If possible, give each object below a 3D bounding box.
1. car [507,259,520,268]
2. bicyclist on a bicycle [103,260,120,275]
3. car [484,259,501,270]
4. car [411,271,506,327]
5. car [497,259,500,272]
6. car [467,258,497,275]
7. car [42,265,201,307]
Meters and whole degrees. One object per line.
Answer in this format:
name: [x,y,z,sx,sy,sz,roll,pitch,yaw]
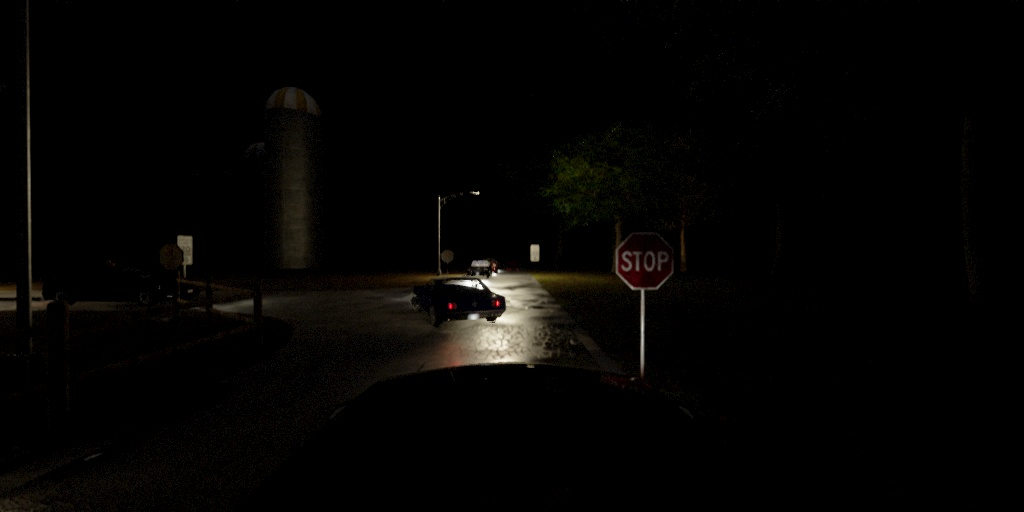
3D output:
car: [0.249,1.234,59.893,1.812,1.442,4.674,0,0,0]
bicyclist on a bicycle: [-22.693,1.061,20.326,0.582,1.620,1.656,0,0,0]
car: [-2.705,1.175,51.693,2.128,1.511,4.902,0,0,0]
car: [-1.933,1.311,11.513,1.895,1.301,4.718,0,0,-24]
car: [-2.742,1.015,41.459,2.097,1.767,4.553,0,0,0]
car: [-2.769,1.152,31.453,2.128,1.511,4.902,0,0,0]
car: [-15.516,1.141,14.431,5.008,1.535,1.882,0,0,-2]
